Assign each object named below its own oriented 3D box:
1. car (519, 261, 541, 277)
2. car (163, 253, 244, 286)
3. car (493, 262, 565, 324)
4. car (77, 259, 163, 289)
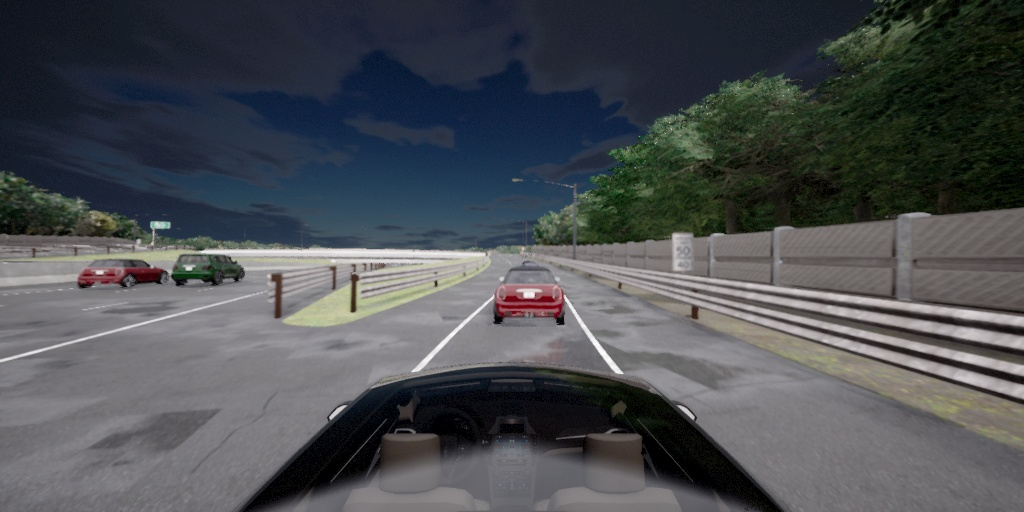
[{"bbox_3d":[1.679,1.231,34.935,1.994,1.385,4.181,0,1,2],"label":"car"},{"bbox_3d":[-20.094,0.873,23.963,2.150,2.045,5.566,1,-1,-18],"label":"car"},{"bbox_3d":[0.592,1.121,12.218,2.097,1.767,4.553,0,0,3],"label":"car"},{"bbox_3d":[-22.967,0.949,21.438,2.097,1.767,4.553,1,-1,-18],"label":"car"}]
